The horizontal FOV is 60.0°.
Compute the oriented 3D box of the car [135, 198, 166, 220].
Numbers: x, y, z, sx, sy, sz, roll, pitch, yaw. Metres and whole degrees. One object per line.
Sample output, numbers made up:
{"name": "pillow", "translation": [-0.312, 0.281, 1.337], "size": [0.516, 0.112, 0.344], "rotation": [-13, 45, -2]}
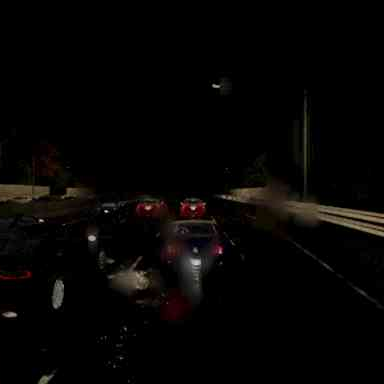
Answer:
{"name": "car", "translation": [-3.406, 1.314, 27.978], "size": [2.097, 1.767, 4.553], "rotation": [0, 0, 0]}

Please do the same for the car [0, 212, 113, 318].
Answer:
{"name": "car", "translation": [-3.403, 1.465, 7.550], "size": [1.882, 1.535, 5.008], "rotation": [0, 0, 0]}

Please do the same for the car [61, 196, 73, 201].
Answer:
{"name": "car", "translation": [-21.045, 1.453, 57.487], "size": [1.837, 1.490, 4.892], "rotation": [0, 0, 1]}

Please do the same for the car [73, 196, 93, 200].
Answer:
{"name": "car", "translation": [-17.548, 1.497, 55.720], "size": [2.033, 1.411, 5.357], "rotation": [0, 0, 1]}

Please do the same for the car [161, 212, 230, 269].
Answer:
{"name": "car", "translation": [0.098, 1.583, 11.096], "size": [1.895, 1.301, 4.718], "rotation": [0, 0, 0]}

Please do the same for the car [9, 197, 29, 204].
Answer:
{"name": "car", "translation": [-28.046, 1.475, 54.541], "size": [1.812, 1.442, 4.674], "rotation": [0, 0, 1]}

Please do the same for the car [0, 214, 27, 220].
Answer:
{"name": "car", "translation": [-6.903, 1.543, 12.953], "size": [1.994, 1.385, 4.181], "rotation": [0, 0, 0]}

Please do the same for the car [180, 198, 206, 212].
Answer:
{"name": "car", "translation": [0.095, 1.314, 28.007], "size": [2.097, 1.767, 4.553], "rotation": [0, 0, 0]}

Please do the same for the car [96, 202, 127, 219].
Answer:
{"name": "car", "translation": [-6.907, 1.526, 28.826], "size": [1.994, 1.385, 4.181], "rotation": [0, 0, 0]}

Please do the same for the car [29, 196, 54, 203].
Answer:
{"name": "car", "translation": [-24.552, 1.453, 55.211], "size": [1.837, 1.490, 4.892], "rotation": [0, 0, 1]}
